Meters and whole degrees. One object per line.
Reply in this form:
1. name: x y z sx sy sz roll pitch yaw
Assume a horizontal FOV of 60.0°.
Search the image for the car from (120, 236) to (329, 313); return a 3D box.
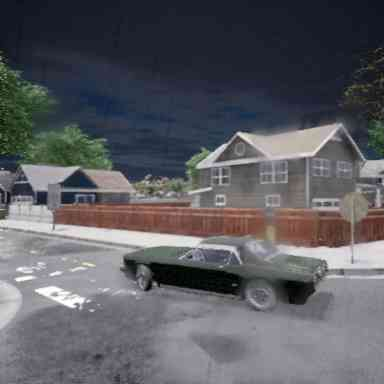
1. car: 0.603 1.726 7.872 4.718 1.301 1.895 -1 -1 30
